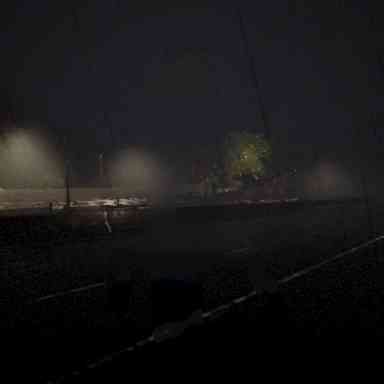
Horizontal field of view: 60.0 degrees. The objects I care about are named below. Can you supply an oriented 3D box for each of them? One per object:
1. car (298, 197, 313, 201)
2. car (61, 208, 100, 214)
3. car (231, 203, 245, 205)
[{"bbox_3d":[19.136,1.822,56.698,2.097,1.767,4.553,-2,-1,41],"label":"car"},{"bbox_3d":[-8.787,2.005,25.194,1.837,1.490,4.892,-2,-1,41],"label":"car"},{"bbox_3d":[5.756,2.044,41.636,1.994,1.385,4.181,-2,-1,42],"label":"car"}]
